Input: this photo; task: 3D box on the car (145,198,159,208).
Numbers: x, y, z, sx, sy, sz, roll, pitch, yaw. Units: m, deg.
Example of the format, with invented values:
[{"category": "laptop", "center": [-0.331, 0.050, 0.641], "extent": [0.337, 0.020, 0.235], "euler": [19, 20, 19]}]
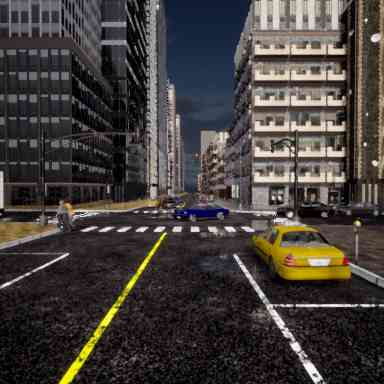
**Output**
[{"category": "car", "center": [-5.611, 1.512, 47.310], "extent": [1.752, 1.417, 4.829], "euler": [-1, 0, 0]}]

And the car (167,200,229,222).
[{"category": "car", "center": [0.675, 1.593, 26.267], "extent": [4.718, 1.301, 1.895], "euler": [0, 0, -40]}]

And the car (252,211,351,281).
[{"category": "car", "center": [2.826, 1.522, 9.679], "extent": [1.752, 1.417, 4.829], "euler": [-1, 0, 0]}]

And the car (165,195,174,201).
[{"category": "car", "center": [-5.544, 1.526, 81.407], "extent": [1.887, 1.381, 4.507], "euler": [-1, 0, 0]}]

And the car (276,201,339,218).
[{"category": "car", "center": [10.127, 1.542, 29.985], "extent": [5.008, 1.535, 1.882], "euler": [0, 1, -2]}]

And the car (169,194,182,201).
[{"category": "car", "center": [-2.979, 1.511, 55.593], "extent": [1.812, 1.442, 4.674], "euler": [0, 0, 0]}]

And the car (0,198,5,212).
[{"category": "car", "center": [-21.597, 1.274, 33.187], "extent": [4.829, 1.417, 1.752], "euler": [0, 0, 1]}]

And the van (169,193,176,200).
[{"category": "van", "center": [-5.525, 1.320, 92.717], "extent": [1.690, 1.788, 3.998], "euler": [-1, 0, 0]}]

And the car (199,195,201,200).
[{"category": "car", "center": [2.845, 1.420, 87.046], "extent": [1.967, 1.590, 4.097], "euler": [-1, 0, 0]}]

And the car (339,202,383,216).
[{"category": "car", "center": [16.377, 1.622, 32.616], "extent": [4.403, 1.369, 2.008], "euler": [0, 1, 1]}]

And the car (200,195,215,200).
[{"category": "car", "center": [2.781, 1.537, 53.118], "extent": [2.008, 1.369, 4.403], "euler": [-1, 0, 0]}]

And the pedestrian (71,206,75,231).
[{"category": "pedestrian", "center": [-7.055, 1.288, 19.051], "extent": [0.375, 1.860, 0.375], "euler": [-1, 1, 0]}]

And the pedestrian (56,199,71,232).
[{"category": "pedestrian", "center": [-7.116, 1.289, 18.373], "extent": [0.375, 1.860, 0.375], "euler": [-1, 1, 0]}]

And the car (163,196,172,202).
[{"category": "car", "center": [-5.554, 1.564, 75.752], "extent": [1.802, 1.307, 4.206], "euler": [-1, 0, 0]}]

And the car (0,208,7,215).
[{"category": "car", "center": [-18.276, 1.421, 27.374], "extent": [5.357, 1.411, 2.033], "euler": [0, 1, 1]}]

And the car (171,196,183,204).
[{"category": "car", "center": [-2.909, 1.531, 65.978], "extent": [2.033, 1.411, 5.357], "euler": [0, 0, 0]}]

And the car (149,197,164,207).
[{"category": "car", "center": [-5.599, 1.552, 53.134], "extent": [1.947, 1.339, 4.313], "euler": [-1, 0, 0]}]

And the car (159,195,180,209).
[{"category": "car", "center": [-3.001, 1.492, 45.846], "extent": [1.837, 1.490, 4.892], "euler": [0, 0, 0]}]

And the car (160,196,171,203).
[{"category": "car", "center": [-5.566, 1.528, 70.098], "extent": [1.887, 1.381, 4.507], "euler": [-1, 0, 0]}]
